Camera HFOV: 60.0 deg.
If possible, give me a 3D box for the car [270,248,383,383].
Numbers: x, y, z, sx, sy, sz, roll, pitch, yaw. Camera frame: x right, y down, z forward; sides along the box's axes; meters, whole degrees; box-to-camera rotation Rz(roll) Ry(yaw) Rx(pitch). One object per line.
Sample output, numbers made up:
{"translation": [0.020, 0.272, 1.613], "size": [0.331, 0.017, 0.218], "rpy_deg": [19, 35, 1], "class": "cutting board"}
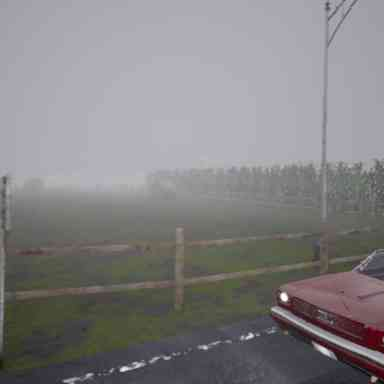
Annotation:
{"translation": [3.478, 1.542, 4.931], "size": [4.718, 1.301, 1.895], "rpy_deg": [0, 1, -29], "class": "car"}
